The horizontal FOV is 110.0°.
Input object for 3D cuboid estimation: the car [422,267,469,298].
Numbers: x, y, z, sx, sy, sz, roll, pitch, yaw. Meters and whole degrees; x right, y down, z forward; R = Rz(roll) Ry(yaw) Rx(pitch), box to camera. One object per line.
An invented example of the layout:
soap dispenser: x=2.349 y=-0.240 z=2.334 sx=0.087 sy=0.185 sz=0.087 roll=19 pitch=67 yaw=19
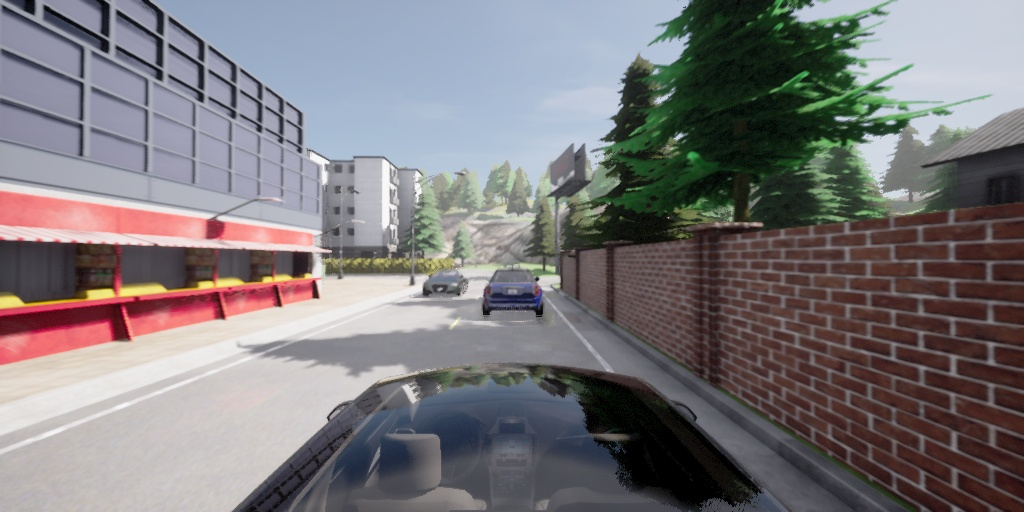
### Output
car: x=-3.557 y=1.469 z=19.734 sx=1.994 sy=1.385 sz=4.181 roll=0 pitch=-1 yaw=0

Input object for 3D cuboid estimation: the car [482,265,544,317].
car: x=0.040 y=1.207 z=13.936 sx=2.097 sy=1.767 sz=4.553 roll=0 pitch=0 yaw=0
